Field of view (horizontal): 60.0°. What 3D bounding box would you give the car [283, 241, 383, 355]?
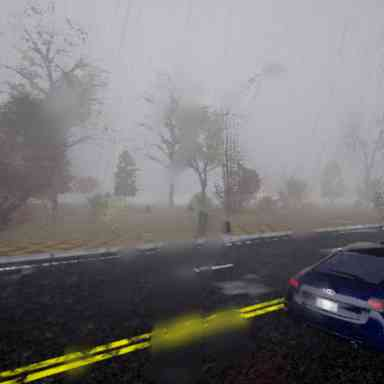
[{"bbox_3d":[3.598,1.596,5.910,4.181,1.385,1.994,0,0,-34],"label":"car"}]
